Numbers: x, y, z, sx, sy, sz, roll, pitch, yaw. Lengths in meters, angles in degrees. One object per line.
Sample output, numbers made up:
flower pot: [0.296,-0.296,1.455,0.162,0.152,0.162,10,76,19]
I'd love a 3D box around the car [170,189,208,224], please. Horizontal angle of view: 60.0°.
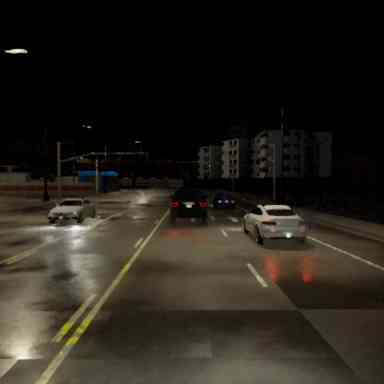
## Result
car: [-0.209,0.808,20.959,2.150,2.045,5.566,0,1,-1]

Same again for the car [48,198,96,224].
car: [-7.413,1.116,21.053,1.812,1.442,4.674,0,1,-1]

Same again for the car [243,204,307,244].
car: [3.381,1.242,14.087,1.812,1.442,4.674,0,1,-1]

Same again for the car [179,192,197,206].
car: [-0.441,0.792,37.645,1.994,1.385,4.181,0,1,0]

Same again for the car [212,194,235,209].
car: [3.123,0.885,33.071,2.033,1.411,5.357,0,1,-1]
